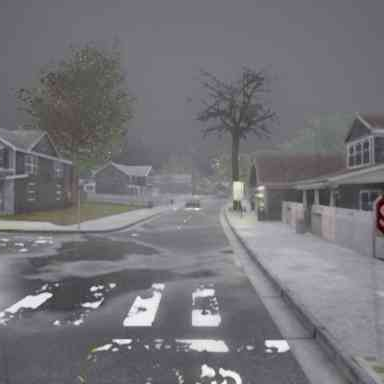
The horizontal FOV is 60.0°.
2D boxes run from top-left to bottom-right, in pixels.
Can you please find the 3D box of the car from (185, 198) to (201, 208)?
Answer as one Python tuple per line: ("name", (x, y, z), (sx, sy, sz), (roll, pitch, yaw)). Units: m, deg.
("car", (0.191, 1.588, 48.988), (1.994, 1.385, 4.181), (0, 0, 6))
